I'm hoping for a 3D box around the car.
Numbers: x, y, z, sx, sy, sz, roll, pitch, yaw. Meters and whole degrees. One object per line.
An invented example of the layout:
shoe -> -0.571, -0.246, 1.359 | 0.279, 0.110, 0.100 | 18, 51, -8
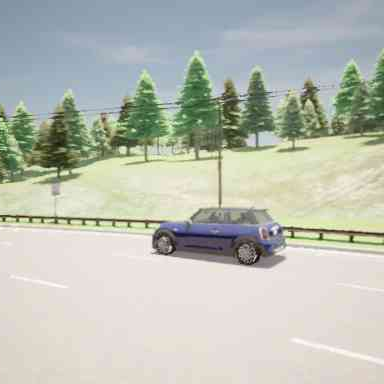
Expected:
car -> 0.782, 1.277, 11.449 | 4.553, 1.767, 2.097 | 0, 0, 32
